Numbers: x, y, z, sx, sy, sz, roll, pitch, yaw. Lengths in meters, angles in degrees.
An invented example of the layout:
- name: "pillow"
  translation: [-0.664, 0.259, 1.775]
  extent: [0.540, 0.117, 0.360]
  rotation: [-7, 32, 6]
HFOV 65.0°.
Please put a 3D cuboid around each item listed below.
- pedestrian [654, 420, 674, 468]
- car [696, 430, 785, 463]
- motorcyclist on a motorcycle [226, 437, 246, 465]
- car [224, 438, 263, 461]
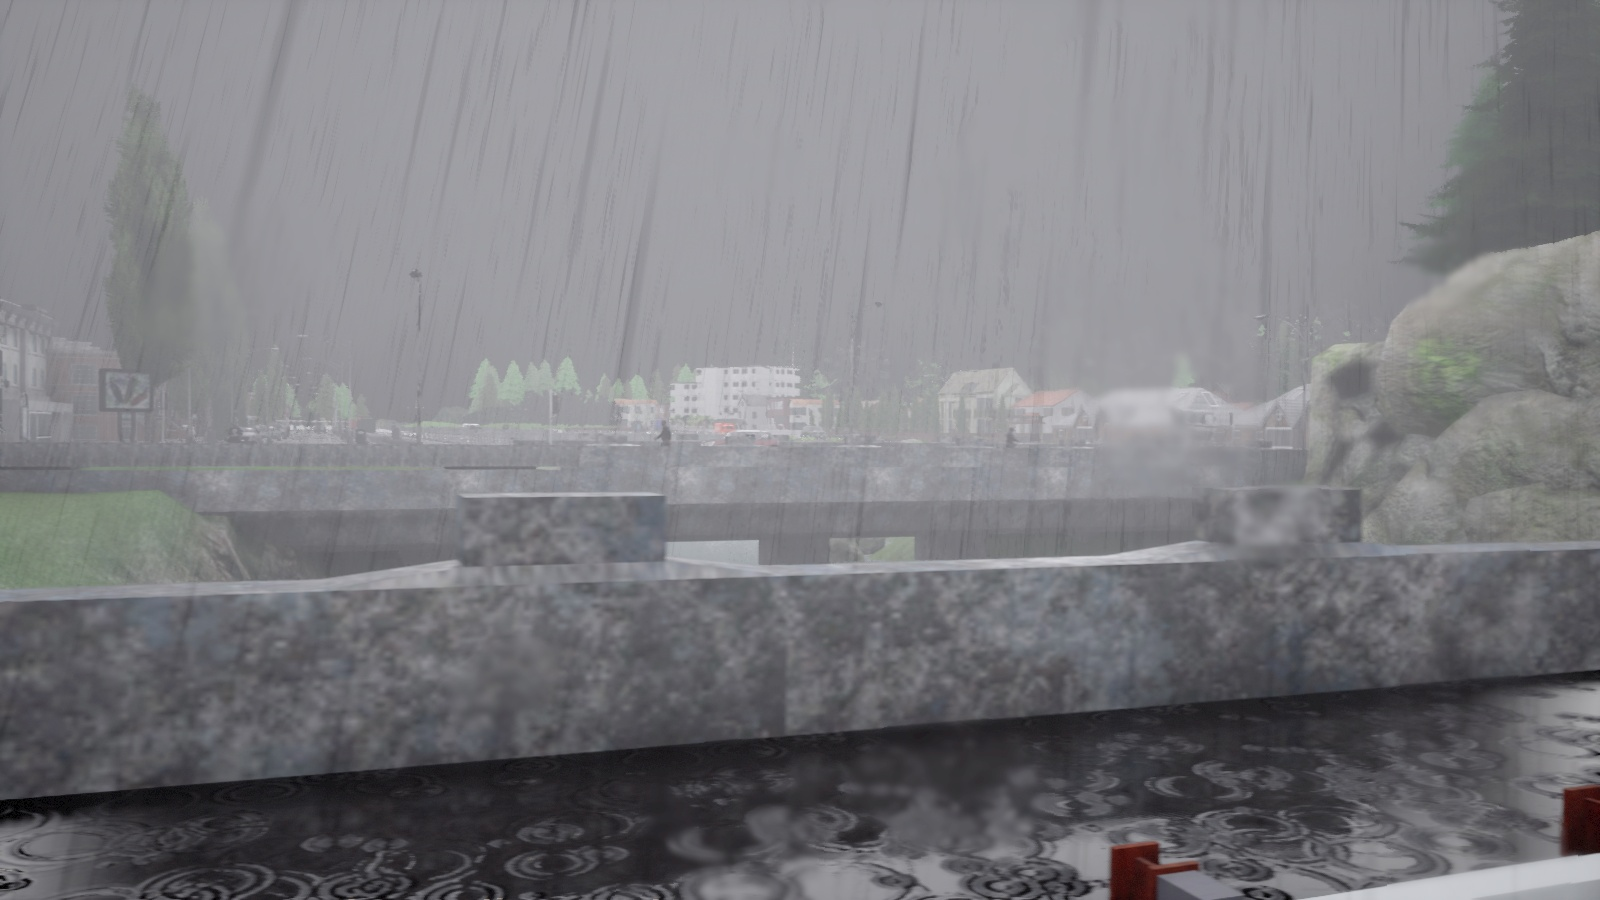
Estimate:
- name: "pedestrian"
  translation: [-5.384, -0.244, 49.779]
  extent: [0.720, 1.854, 0.376]
  rotation: [-1, 1, -14]
- name: "car"
  translation: [-2.860, -0.181, 59.917]
  extent: [3.806, 1.475, 1.970]
  rotation: [-1, 1, -21]
- name: "motorcyclist on a motorcycle"
  translation: [-31.848, 0.024, 70.889]
  extent: [0.866, 1.530, 2.191]
  rotation: [-1, 1, -21]
- name: "car"
  translation: [-34.766, -0.041, 78.586]
  extent: [1.994, 1.385, 4.181]
  rotation: [-1, 1, -21]
